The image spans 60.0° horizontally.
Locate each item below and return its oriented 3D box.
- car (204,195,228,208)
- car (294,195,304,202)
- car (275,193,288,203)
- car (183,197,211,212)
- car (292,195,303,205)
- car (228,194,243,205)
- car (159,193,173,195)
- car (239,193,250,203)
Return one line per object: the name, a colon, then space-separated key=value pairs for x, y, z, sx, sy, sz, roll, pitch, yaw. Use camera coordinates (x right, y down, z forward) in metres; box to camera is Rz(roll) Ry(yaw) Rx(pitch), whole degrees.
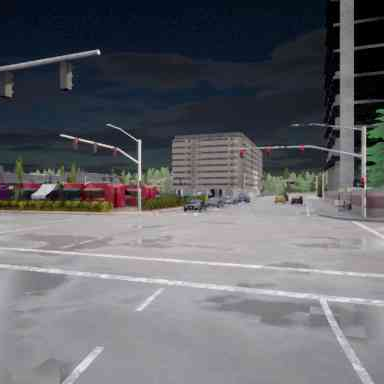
car: x=3.347 y=1.504 z=47.249 sx=1.837 sy=1.490 sz=4.892 roll=0 pitch=0 yaw=19
car: x=24.818 y=1.525 z=77.347 sx=2.128 sy=1.511 sz=4.902 roll=0 pitch=0 yaw=19
car: x=18.304 y=1.478 z=69.013 sx=1.882 sy=1.535 sz=5.008 roll=0 pitch=0 yaw=19
car: x=0.468 y=1.564 z=38.906 sx=1.994 sy=1.385 sz=4.181 roll=0 pitch=0 yaw=17
car: x=19.202 y=1.477 z=60.596 sx=1.882 sy=1.535 sz=5.008 roll=0 pitch=0 yaw=19
car: x=6.739 y=1.492 z=57.140 sx=2.128 sy=1.511 sz=4.902 roll=0 pitch=0 yaw=19
car: x=-7.884 y=1.209 z=81.479 sx=4.605 sy=1.855 sz=1.932 roll=0 pitch=0 yaw=19
car: x=10.345 y=1.221 z=67.491 sx=2.150 sy=2.045 sz=5.566 roll=0 pitch=0 yaw=19
